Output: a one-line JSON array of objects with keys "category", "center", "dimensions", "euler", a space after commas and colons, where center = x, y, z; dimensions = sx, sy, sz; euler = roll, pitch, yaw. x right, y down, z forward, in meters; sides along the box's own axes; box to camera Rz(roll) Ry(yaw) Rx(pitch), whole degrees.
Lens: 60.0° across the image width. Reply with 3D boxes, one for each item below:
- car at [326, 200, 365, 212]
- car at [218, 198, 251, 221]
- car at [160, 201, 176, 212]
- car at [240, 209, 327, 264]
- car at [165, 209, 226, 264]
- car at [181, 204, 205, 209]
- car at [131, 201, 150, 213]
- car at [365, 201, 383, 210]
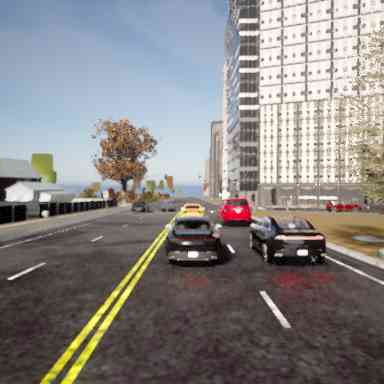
[{"category": "car", "center": [23.023, 2.140, 50.597], "dimensions": [5.009, 1.841, 2.192], "euler": [0, 1, 20]}, {"category": "car", "center": [3.291, 1.469, 26.199], "dimensions": [2.150, 2.045, 5.566], "euler": [0, 0, 0]}, {"category": "car", "center": [-3.260, 1.995, 46.237], "dimensions": [2.033, 1.411, 5.357], "euler": [0, -1, 0]}, {"category": "car", "center": [3.298, 1.605, 12.276], "dimensions": [2.128, 1.511, 4.902], "euler": [0, 0, 1]}, {"category": "car", "center": [0.049, 1.620, 12.326], "dimensions": [1.837, 1.490, 4.892], "euler": [0, 0, 1]}, {"category": "car", "center": [0.061, 1.746, 28.482], "dimensions": [1.882, 1.535, 5.008], "euler": [0, 0, 0]}, {"category": "car", "center": [-6.543, 1.891, 42.910], "dimensions": [1.882, 1.535, 5.008], "euler": [0, -1, 1]}, {"category": "car", "center": [31.058, 2.270, 56.049], "dimensions": [4.403, 1.369, 2.008], "euler": [0, 1, 20]}]
